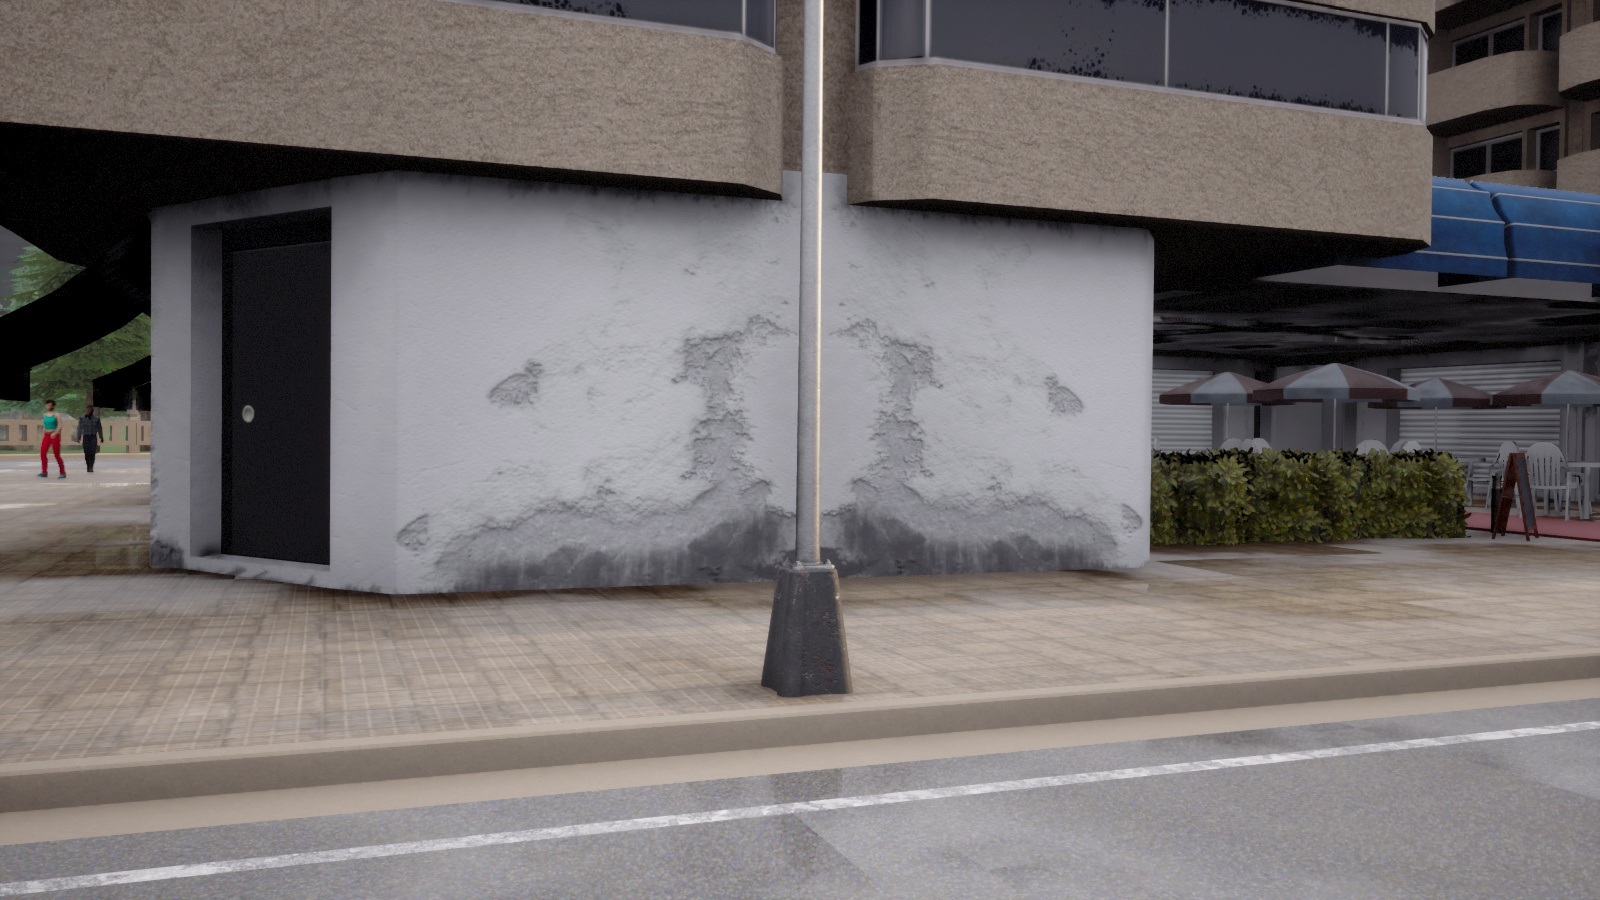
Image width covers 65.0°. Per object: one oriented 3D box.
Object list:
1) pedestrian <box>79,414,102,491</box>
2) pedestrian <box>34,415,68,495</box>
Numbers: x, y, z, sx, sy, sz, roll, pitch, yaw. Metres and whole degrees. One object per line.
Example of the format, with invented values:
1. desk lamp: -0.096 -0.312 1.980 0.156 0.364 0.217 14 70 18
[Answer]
1. pedestrian: -18.389 0.060 32.549 0.423 1.949 0.788 -1 1 -26
2. pedestrian: -17.242 0.111 28.915 0.345 1.836 0.594 0 1 13
